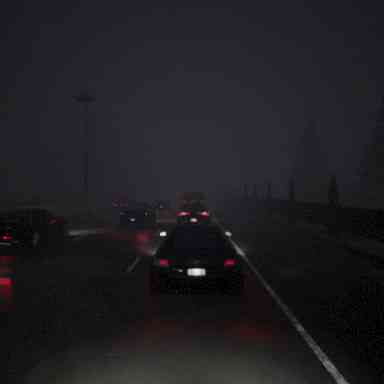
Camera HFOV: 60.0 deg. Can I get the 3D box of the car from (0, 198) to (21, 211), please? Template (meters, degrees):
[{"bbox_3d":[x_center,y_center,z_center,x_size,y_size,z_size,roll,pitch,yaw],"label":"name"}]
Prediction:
[{"bbox_3d":[-21.087,1.357,36.909,1.895,1.301,4.718,0,0,0],"label":"car"}]

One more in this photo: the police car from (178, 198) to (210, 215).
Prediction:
[{"bbox_3d":[0.109,1.368,20.859,2.038,1.542,4.974,0,1,0],"label":"police car"}]

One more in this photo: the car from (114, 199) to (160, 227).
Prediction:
[{"bbox_3d":[-3.390,1.384,21.333,1.812,1.442,4.674,0,0,0],"label":"car"}]

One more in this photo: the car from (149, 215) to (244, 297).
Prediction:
[{"bbox_3d":[0.098,1.507,8.458,1.994,1.385,4.181,0,0,0],"label":"car"}]

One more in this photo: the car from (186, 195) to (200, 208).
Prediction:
[{"bbox_3d":[0.119,1.167,43.934,1.801,1.575,5.366,0,0,0],"label":"car"}]

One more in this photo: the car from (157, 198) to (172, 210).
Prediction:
[{"bbox_3d":[-3.384,1.343,38.978,1.895,1.301,4.718,0,0,0],"label":"car"}]

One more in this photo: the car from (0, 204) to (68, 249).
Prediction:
[{"bbox_3d":[-6.893,1.411,14.123,1.837,1.490,4.892,0,0,0],"label":"car"}]

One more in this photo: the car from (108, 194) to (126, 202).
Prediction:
[{"bbox_3d":[-13.948,1.133,62.253,2.033,1.411,5.357,0,1,0],"label":"car"}]

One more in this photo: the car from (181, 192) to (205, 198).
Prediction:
[{"bbox_3d":[0.112,1.012,32.050,2.150,2.045,5.566,0,1,0],"label":"car"}]

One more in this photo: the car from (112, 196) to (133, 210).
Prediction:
[{"bbox_3d":[-6.885,1.316,34.940,2.033,1.411,5.357,0,0,0],"label":"car"}]

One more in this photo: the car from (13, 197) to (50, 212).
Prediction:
[{"bbox_3d":[-17.583,1.323,36.624,1.994,1.385,4.181,0,0,0],"label":"car"}]
